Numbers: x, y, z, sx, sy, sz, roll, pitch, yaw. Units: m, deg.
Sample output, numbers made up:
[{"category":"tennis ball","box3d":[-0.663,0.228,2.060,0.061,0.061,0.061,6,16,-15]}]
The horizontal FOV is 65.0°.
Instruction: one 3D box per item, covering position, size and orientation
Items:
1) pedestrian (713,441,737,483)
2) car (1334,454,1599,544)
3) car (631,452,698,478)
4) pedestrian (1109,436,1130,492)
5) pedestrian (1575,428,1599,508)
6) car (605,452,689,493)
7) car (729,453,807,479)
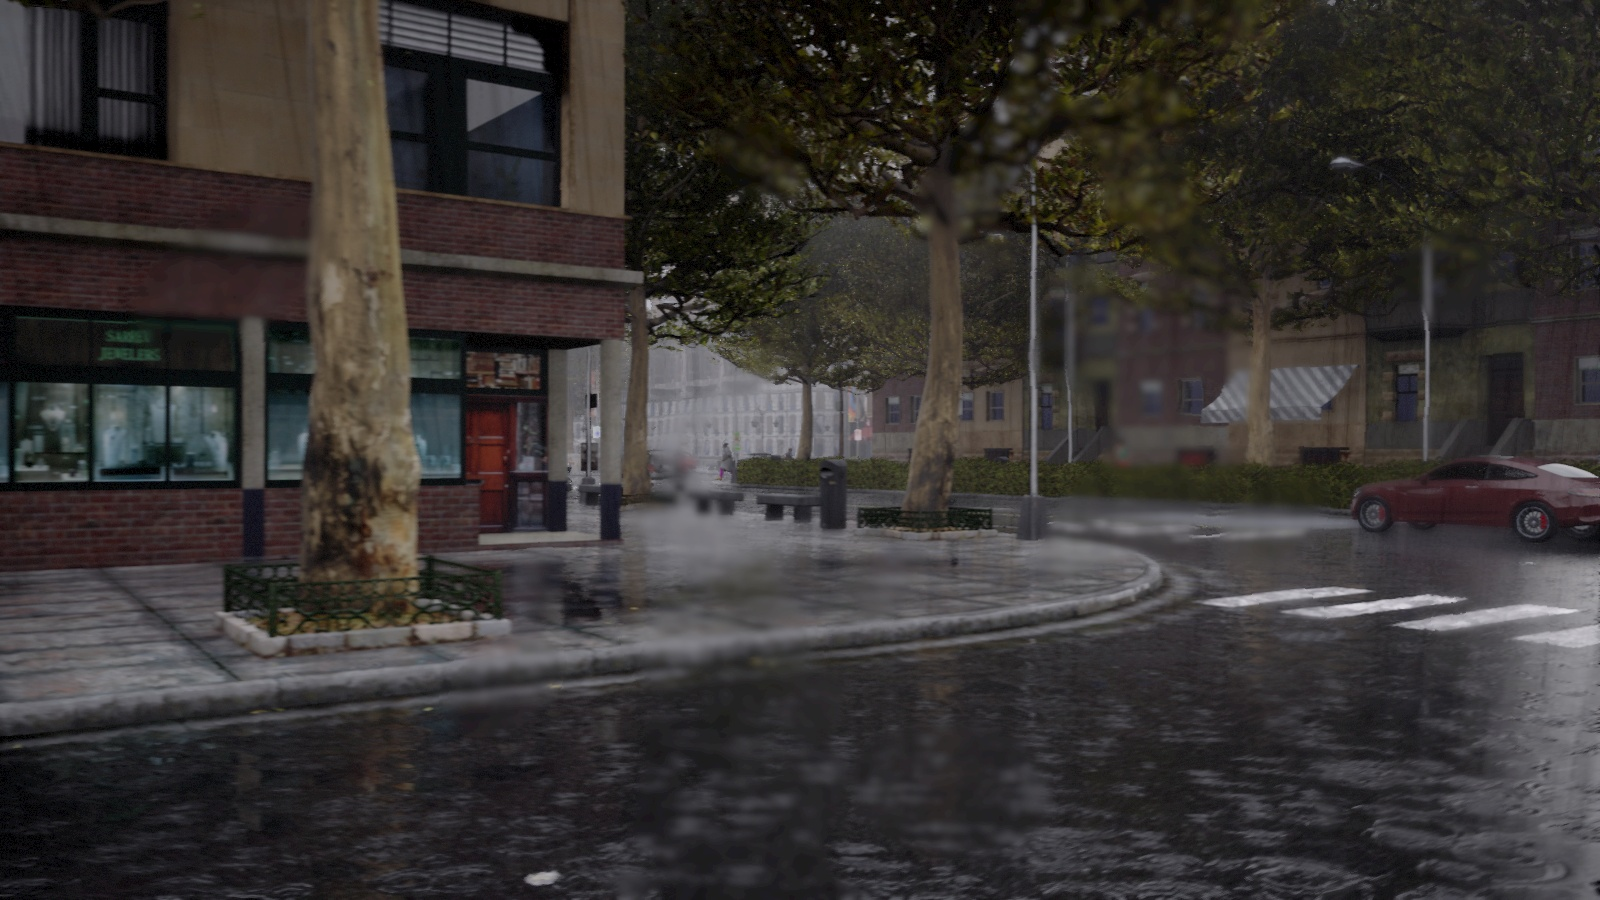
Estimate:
[{"category":"pedestrian","box3d":[-3.496,0.561,58.459,0.873,1.952,0.659,0,0,-30]},{"category":"car","box3d":[12.270,0.792,22.596,1.812,1.442,4.674,0,0,-34]},{"category":"car","box3d":[-8.282,0.917,76.953,3.705,1.549,1.789,0,0,-35]},{"category":"pedestrian","box3d":[10.603,0.470,41.661,0.345,1.836,0.594,0,0,-39]},{"category":"pedestrian","box3d":[18.849,0.422,29.360,0.874,1.855,0.900,0,0,-23]},{"category":"car","box3d":[-6.105,0.850,49.814,1.789,1.549,3.705,0,0,-34]},{"category":"car","box3d":[-1.829,0.927,72.809,4.193,1.474,1.816,0,0,-34]}]
